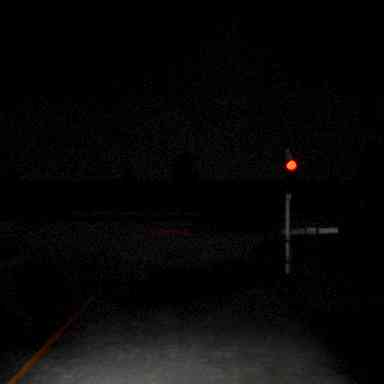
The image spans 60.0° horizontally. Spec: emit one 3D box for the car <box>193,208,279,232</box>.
[{"bbox_3d":[2.435,1.543,18.891,4.718,1.301,1.895,0,0,0],"label":"car"}]
